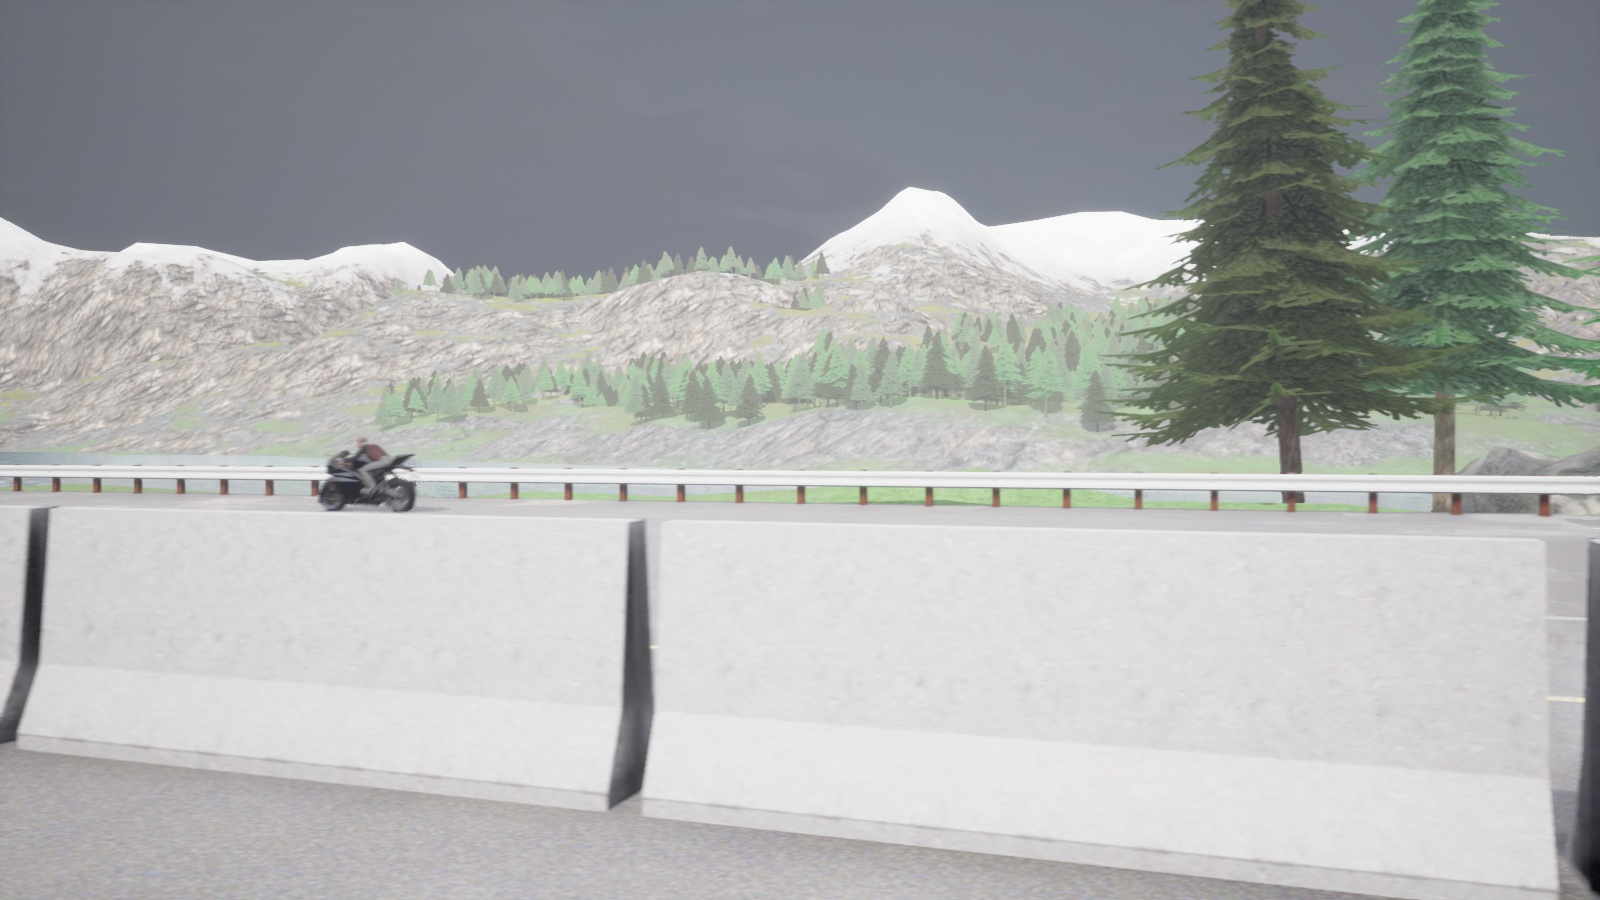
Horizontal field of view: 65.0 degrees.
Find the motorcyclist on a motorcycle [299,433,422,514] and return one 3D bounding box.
[{"bbox_3d":[-8.591,0.436,24.552,2.191,1.530,0.866,0,1,19],"label":"motorcyclist on a motorcycle"}]
